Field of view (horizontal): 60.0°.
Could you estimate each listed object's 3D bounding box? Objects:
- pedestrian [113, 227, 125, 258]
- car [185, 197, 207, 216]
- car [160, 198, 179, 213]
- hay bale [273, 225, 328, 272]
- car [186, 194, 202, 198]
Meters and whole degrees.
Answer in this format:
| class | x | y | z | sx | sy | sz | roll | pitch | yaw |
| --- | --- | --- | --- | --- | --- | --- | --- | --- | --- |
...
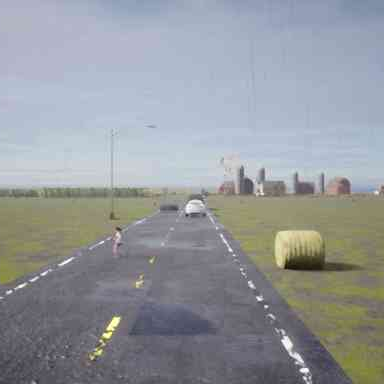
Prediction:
| class | x | y | z | sx | sy | sz | roll | pitch | yaw |
| --- | --- | --- | --- | --- | --- | --- | --- | --- | --- |
| pedestrian | -2.449 | 1.670 | 11.261 | 0.500 | 1.100 | 0.500 | -1 | 1 | 1 |
| car | 0.356 | 1.522 | 32.048 | 1.812 | 1.442 | 4.674 | 0 | 0 | 0 |
| car | -2.532 | 1.474 | 37.664 | 1.882 | 1.535 | 5.008 | 0 | 0 | 1 |
| hay bale | 3.213 | 1.654 | 10.002 | 1.220 | 1.180 | 1.240 | 1 | 1 | 0 |
| car | 0.446 | 1.218 | 43.517 | 2.150 | 2.045 | 5.566 | 0 | 0 | 1 |
